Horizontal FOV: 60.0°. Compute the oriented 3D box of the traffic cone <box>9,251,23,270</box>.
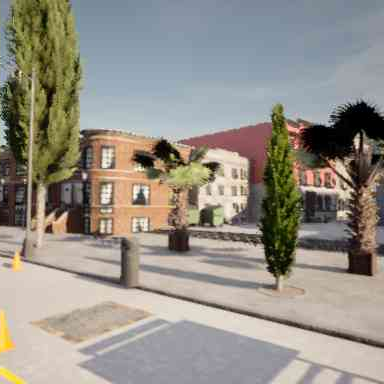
[{"bbox_3d":[-5.863,2.263,11.118,0.340,0.580,0.340,-1,-2,37],"label":"traffic cone"}]

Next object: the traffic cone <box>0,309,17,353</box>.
[{"bbox_3d":[-2.915,2.099,5.095,0.340,0.580,0.340,-1,-2,37],"label":"traffic cone"}]
